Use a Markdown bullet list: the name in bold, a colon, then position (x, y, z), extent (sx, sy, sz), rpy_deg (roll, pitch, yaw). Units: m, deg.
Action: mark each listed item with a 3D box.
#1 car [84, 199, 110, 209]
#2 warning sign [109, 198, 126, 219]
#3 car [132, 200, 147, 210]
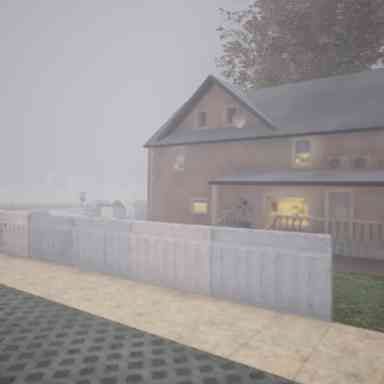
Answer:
- **car**: position (-14.470, 1.809, 50.809), extent (2.097, 1.767, 4.553), rpy_deg (1, 0, 20)
- **warning sign**: position (-7.387, 1.619, 33.041), extent (1.300, 1.860, 1.060), rpy_deg (3, 1, 20)
- **car**: position (-7.370, 1.989, 51.061), extent (2.097, 1.767, 4.553), rpy_deg (1, -1, 20)
